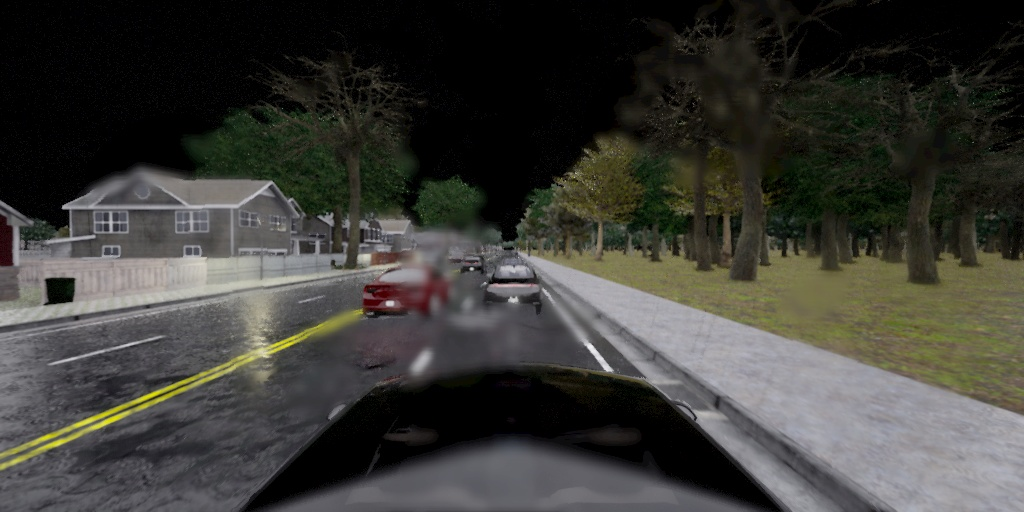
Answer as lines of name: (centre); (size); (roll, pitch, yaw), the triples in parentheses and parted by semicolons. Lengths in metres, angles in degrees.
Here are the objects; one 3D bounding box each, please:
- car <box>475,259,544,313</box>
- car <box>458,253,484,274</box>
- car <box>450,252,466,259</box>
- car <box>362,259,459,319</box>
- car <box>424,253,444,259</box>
car: (0.079, 1.032, 12.770); (2.128, 1.511, 4.902); (0, 1, 0)
car: (-3.156, 0.705, 30.659); (1.837, 1.490, 4.892); (0, 1, 0)
car: (-6.575, 0.271, 45.331); (2.097, 1.767, 4.553); (0, 1, 0)
car: (-3.176, 1.034, 11.879); (1.882, 1.535, 5.008); (0, 1, 0)
car: (-9.825, 0.413, 45.227); (2.128, 1.511, 4.902); (0, 1, 0)
